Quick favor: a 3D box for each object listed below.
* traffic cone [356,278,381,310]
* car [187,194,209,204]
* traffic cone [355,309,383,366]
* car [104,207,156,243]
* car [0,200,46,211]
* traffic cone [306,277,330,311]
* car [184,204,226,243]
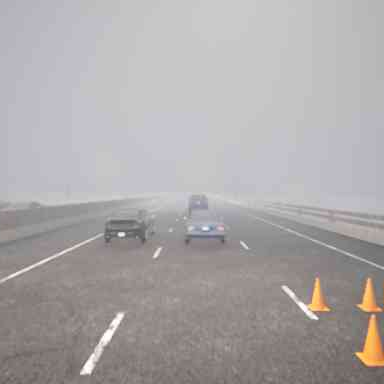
[{"bbox_3d":[3.452,1.969,6.486,0.340,0.580,0.340,0,0,0],"label":"traffic cone"},{"bbox_3d":[0.674,1.245,36.737,2.150,2.045,5.566,0,0,0],"label":"car"},{"bbox_3d":[2.443,1.965,4.490,0.340,0.580,0.340,0,0,0],"label":"traffic cone"},{"bbox_3d":[-2.918,1.510,16.223,1.837,1.490,4.892,0,0,0],"label":"car"},{"bbox_3d":[-13.570,1.463,26.885,1.882,1.535,5.008,0,0,0],"label":"car"},{"bbox_3d":[2.452,1.967,6.490,0.340,0.580,0.340,0,0,0],"label":"traffic cone"},{"bbox_3d":[0.580,1.561,16.269,2.033,1.411,5.357,0,0,0],"label":"car"}]
